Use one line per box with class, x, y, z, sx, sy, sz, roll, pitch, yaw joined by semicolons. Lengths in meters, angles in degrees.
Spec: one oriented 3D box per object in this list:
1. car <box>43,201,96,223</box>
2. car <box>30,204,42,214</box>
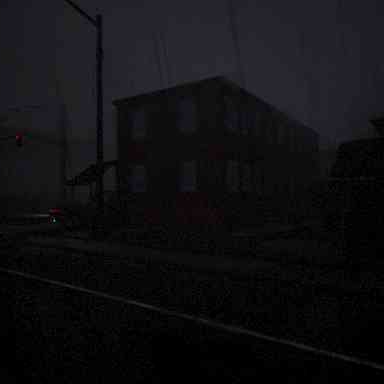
car;-9.686;1.737;28.538;2.128;1.511;4.902;-1;0;36
car;-17.696;1.855;41.726;1.882;1.535;5.008;-1;0;36
